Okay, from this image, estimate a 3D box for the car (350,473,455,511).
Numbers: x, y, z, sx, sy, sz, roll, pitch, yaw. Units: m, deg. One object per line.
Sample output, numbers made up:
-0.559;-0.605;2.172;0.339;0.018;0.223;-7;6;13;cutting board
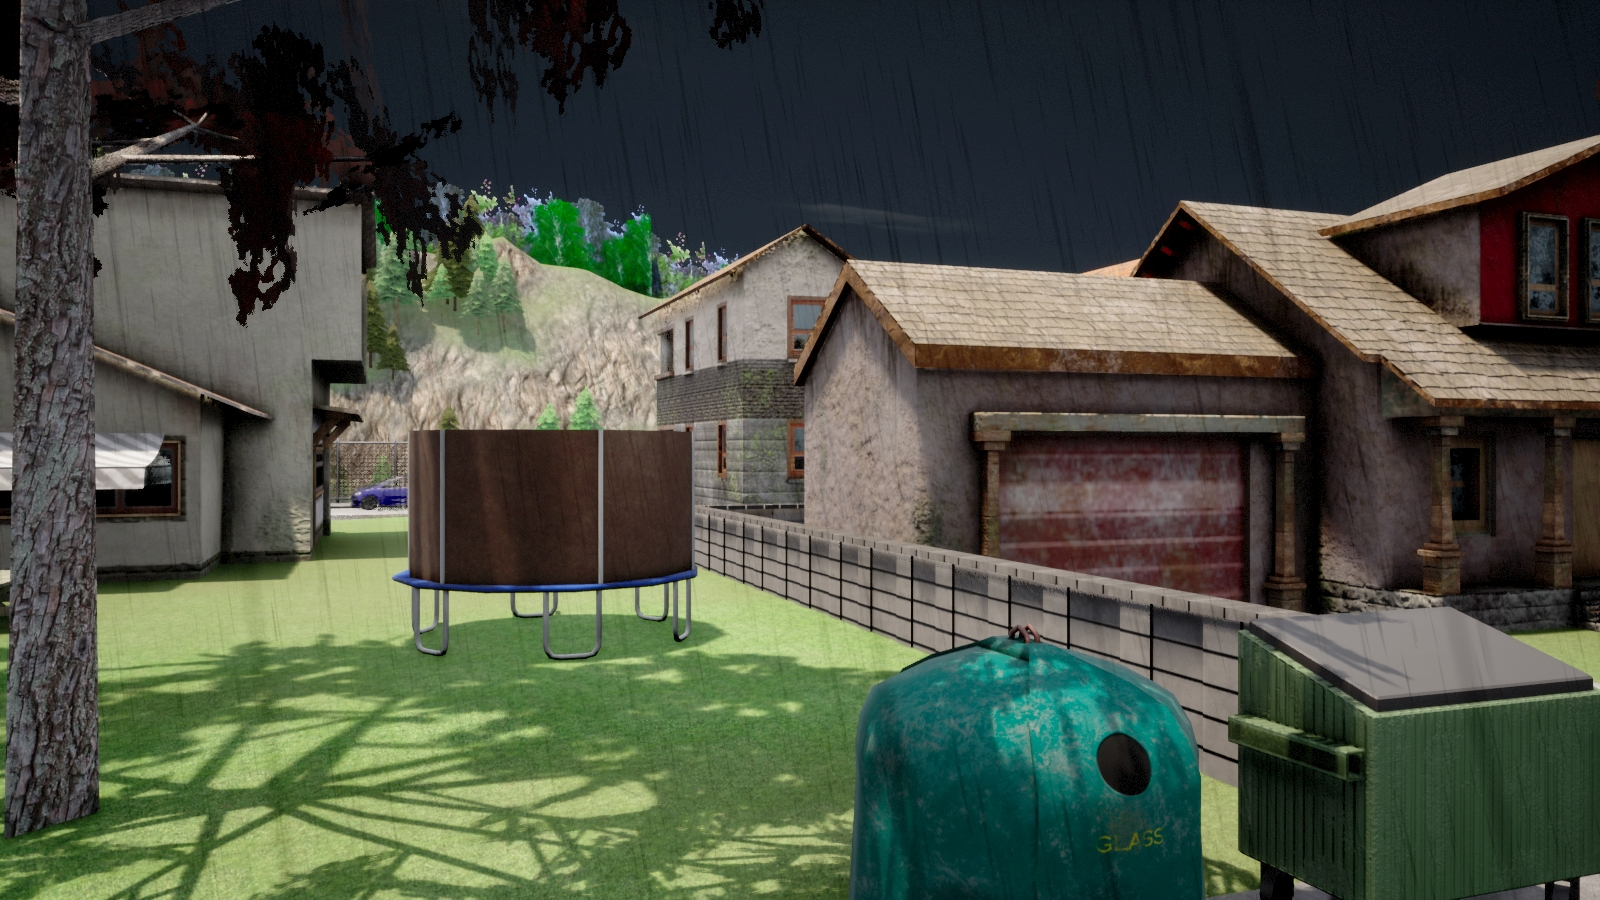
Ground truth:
-18.749;1.968;53.968;4.611;1.667;2.242;0;0;-20;car
